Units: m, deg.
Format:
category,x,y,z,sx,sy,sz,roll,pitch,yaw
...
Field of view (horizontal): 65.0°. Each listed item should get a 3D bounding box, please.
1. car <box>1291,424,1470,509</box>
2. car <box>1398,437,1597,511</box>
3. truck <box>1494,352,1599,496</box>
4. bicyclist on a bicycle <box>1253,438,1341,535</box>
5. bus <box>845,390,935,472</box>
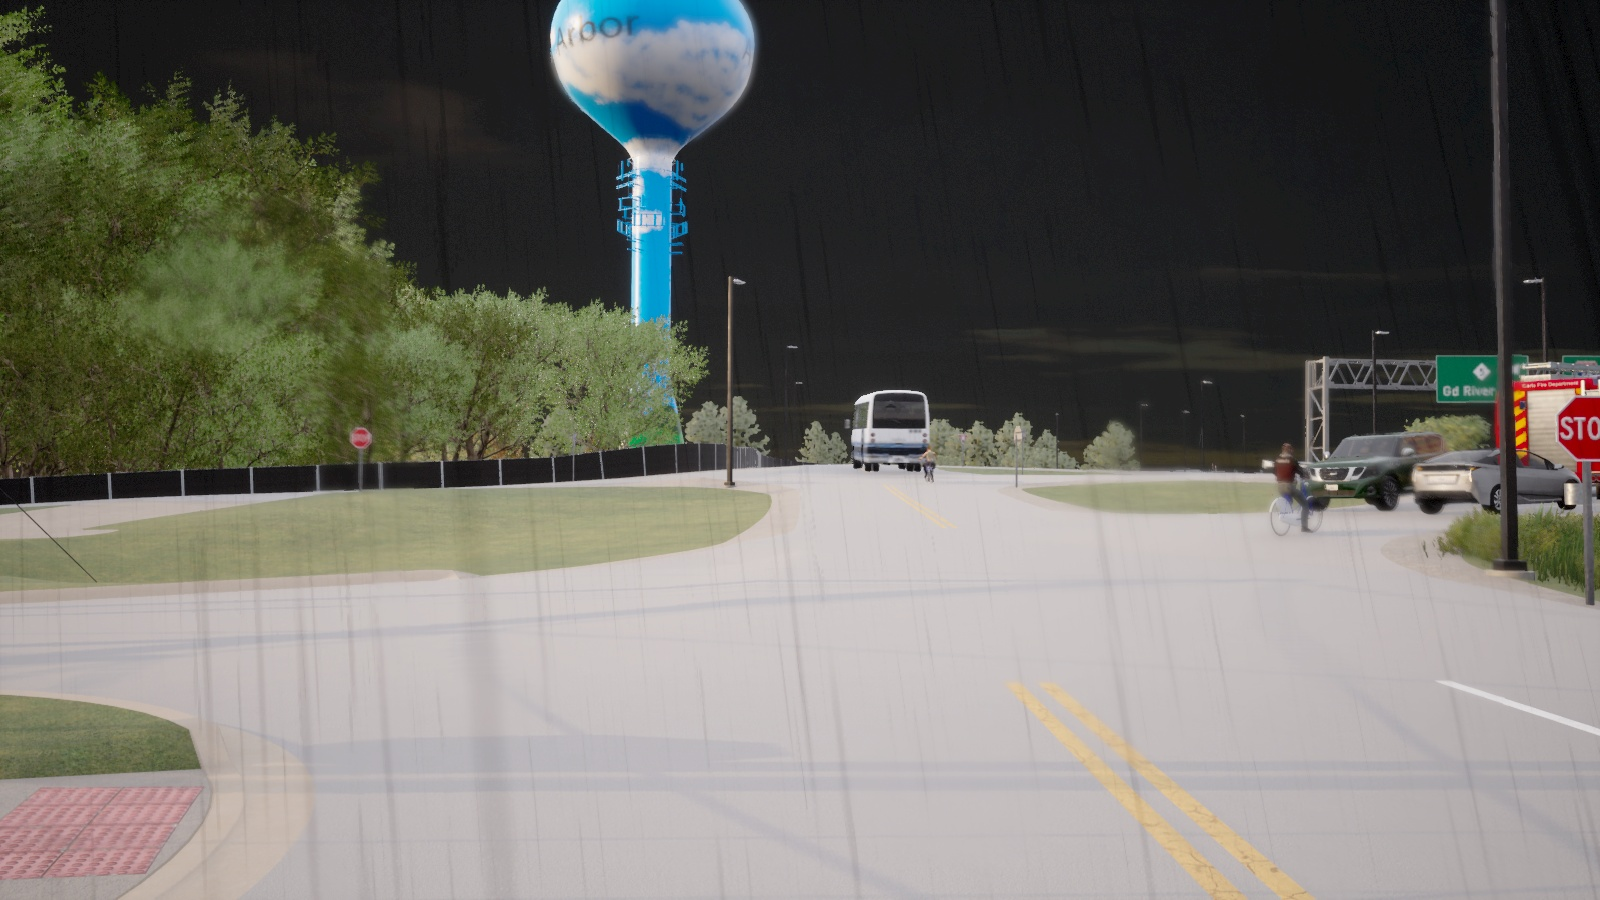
category,x,y,z,sx,sy,sz,roll,pitch,yaw
car,15.786,0.425,33.992,5.566,2.045,2.150,-2,-1,-40
car,16.543,0.550,29.740,4.514,1.525,2.007,-2,-1,-30
truck,23.817,-0.750,36.853,8.468,3.827,2.891,-2,-1,-39
bicyclist on a bicycle,9.643,0.689,24.331,1.843,1.776,0.659,-2,-1,-38
bus,4.822,-1.034,69.823,3.944,4.253,10.273,0,1,-2
